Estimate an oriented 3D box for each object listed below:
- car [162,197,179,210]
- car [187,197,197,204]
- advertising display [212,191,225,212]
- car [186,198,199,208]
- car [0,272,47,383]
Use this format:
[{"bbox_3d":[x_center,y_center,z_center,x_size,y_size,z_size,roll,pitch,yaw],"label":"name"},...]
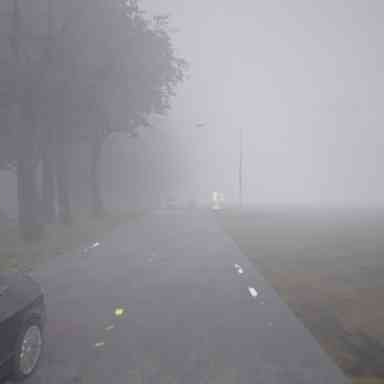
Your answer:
[{"bbox_3d":[-2.809,1.507,44.387,2.097,1.767,4.553,0,0,0],"label":"car"},{"bbox_3d":[0.042,1.826,68.924,1.994,1.385,4.181,0,0,0],"label":"car"},{"bbox_3d":[3.164,1.154,40.430,1.540,2.440,0.280,1,0,0],"label":"advertising display"},{"bbox_3d":[0.047,1.757,51.758,2.033,1.411,5.357,0,0,1],"label":"car"},{"bbox_3d":[-2.848,1.527,2.743,1.812,1.442,4.674,0,0,0],"label":"car"}]
